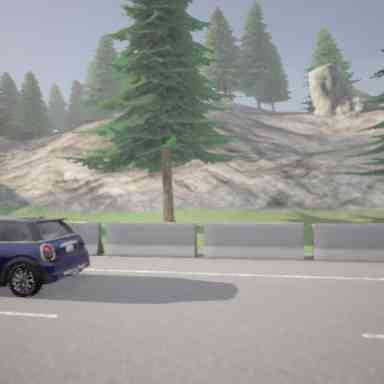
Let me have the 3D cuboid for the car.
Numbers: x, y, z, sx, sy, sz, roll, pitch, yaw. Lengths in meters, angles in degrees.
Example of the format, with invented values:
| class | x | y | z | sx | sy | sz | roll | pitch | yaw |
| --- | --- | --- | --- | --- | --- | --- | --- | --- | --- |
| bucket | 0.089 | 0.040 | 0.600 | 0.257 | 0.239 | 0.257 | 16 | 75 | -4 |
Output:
| class | x | y | z | sx | sy | sz | roll | pitch | yaw |
| --- | --- | --- | --- | --- | --- | --- | --- | --- | --- |
| car | -5.040 | 1.411 | 8.463 | 4.553 | 1.767 | 2.097 | -1 | 0 | 11 |
